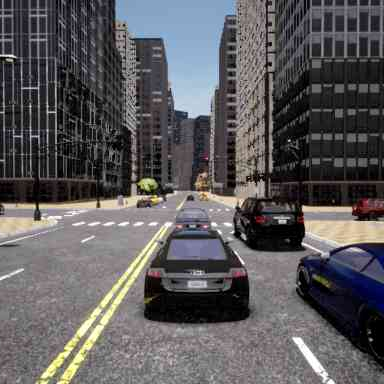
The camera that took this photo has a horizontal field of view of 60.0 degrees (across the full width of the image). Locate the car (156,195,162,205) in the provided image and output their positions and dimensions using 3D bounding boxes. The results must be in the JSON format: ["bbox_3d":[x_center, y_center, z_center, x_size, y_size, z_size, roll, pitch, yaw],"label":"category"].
[{"bbox_3d":[-6.835,1.433,57.082,1.882,1.535,5.008,0,0,0],"label":"car"}]

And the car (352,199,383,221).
[{"bbox_3d":[16.078,1.520,27.892,5.009,1.841,2.192,1,0,1],"label":"car"}]

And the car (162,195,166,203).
[{"bbox_3d":[-6.824,1.469,66.530,1.812,1.442,4.674,0,0,0],"label":"car"}]

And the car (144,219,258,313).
[{"bbox_3d":[0.068,1.560,7.756,1.994,1.385,4.181,0,0,-1],"label":"car"}]

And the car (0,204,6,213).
[{"bbox_3d":[-19.939,1.345,30.916,4.892,1.490,1.837,1,1,1],"label":"car"}]

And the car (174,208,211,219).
[{"bbox_3d":[0.025,1.538,16.978,2.033,1.411,5.357,0,0,0],"label":"car"}]

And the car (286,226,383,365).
[{"bbox_3d":[3.334,1.561,5.786,1.994,1.385,4.181,0,0,-1],"label":"car"}]

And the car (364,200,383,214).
[{"bbox_3d":[21.650,1.643,36.204,4.829,1.417,1.752,1,0,1],"label":"car"}]

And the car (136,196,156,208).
[{"bbox_3d":[-6.803,1.530,48.153,1.994,1.385,4.181,0,0,0],"label":"car"}]

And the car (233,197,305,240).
[{"bbox_3d":[3.308,1.213,15.207,2.150,2.045,5.566,0,0,-2],"label":"car"}]

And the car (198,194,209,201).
[{"bbox_3d":[2.903,1.396,78.624,1.882,1.535,5.008,0,0,0],"label":"car"}]

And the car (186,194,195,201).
[{"bbox_3d":[-0.351,1.426,79.386,1.837,1.490,4.892,0,0,0],"label":"car"}]

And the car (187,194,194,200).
[{"bbox_3d":[-0.395,1.387,89.445,1.882,1.535,5.008,0,0,0],"label":"car"}]

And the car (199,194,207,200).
[{"bbox_3d":[2.857,1.243,89.041,1.837,1.490,4.892,0,0,0],"label":"car"}]
